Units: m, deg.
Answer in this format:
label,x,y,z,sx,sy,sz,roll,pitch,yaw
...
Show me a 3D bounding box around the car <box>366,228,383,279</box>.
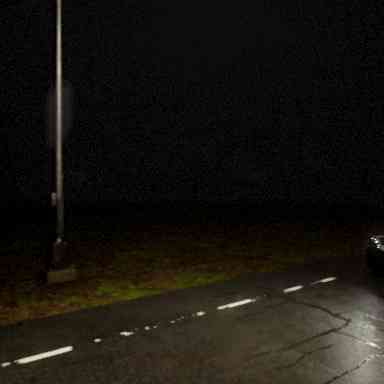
label,x,y,z,sx,sy,sz,roll,pitch,yaw
car,6.944,1.212,8.921,5.566,2.045,2.150,0,0,-36
